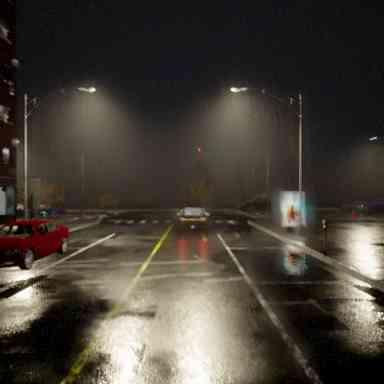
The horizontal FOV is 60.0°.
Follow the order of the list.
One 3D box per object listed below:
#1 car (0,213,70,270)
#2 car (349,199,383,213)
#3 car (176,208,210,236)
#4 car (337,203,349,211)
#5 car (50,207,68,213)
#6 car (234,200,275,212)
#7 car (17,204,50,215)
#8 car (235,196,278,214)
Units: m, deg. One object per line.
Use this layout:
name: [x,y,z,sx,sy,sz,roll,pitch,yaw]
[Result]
car: [-5.699,1.657,11.415,1.887,1.381,4.507,-1,-1,0]
car: [22.076,1.577,40.133,4.553,1.767,2.097,0,0,0]
car: [0.071,1.688,20.035,2.128,1.511,4.902,0,-1,0]
car: [21.937,1.763,43.389,5.357,1.411,2.033,0,0,0]
car: [-16.423,2.081,36.981,4.718,1.301,1.895,0,0,0]
car: [8.122,1.794,43.495,4.902,1.511,2.128,0,0,0]
car: [-17.572,1.987,33.750,4.902,1.511,2.128,0,0,2]
car: [8.408,1.531,39.921,5.566,2.045,2.150,0,0,-4]
